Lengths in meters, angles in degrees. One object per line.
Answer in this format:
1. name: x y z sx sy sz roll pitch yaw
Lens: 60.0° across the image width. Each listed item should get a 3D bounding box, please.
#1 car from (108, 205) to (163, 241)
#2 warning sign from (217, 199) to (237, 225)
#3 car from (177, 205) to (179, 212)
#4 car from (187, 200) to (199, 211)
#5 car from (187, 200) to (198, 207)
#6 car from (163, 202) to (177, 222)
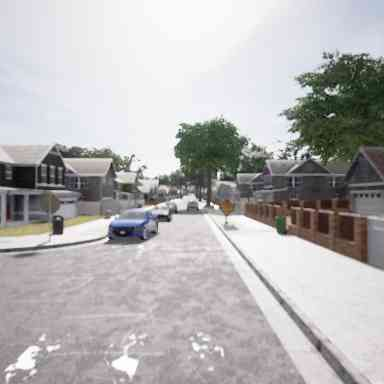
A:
1. car: -3.157 1.714 18.572 1.882 1.535 5.008 0 -1 5
2. warning sign: 2.530 1.417 24.036 1.300 1.860 1.060 0 -1 0
3. car: -2.826 2.049 43.841 1.812 1.442 4.674 0 0 1
4. car: 0.123 2.160 52.356 2.033 1.411 5.357 0 -1 0
5. car: 0.126 2.323 67.691 2.033 1.411 5.357 0 -1 0
6. car: -2.836 1.931 31.121 2.033 1.411 5.357 0 -1 0
